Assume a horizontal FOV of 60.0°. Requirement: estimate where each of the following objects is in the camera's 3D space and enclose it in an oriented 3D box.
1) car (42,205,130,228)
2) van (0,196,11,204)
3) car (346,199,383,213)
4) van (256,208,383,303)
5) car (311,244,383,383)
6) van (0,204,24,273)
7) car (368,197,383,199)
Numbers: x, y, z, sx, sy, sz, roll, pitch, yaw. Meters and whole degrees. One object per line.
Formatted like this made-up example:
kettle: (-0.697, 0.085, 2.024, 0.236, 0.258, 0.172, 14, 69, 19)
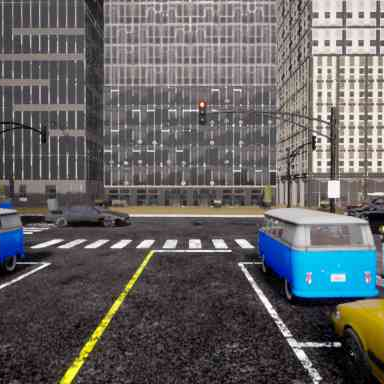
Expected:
car: (-6.815, 1.538, 21.625, 5.357, 1.411, 2.033, 0, 1, 0)
van: (-17.138, 1.201, 27.486, 3.998, 1.788, 1.690, 0, 1, 0)
car: (13.824, 1.544, 24.688, 4.902, 1.511, 2.128, 0, 1, 0)
van: (2.682, 1.339, 7.953, 1.690, 1.788, 3.998, -1, 0, 0)
car: (2.682, 1.525, 2.521, 1.752, 1.417, 4.829, -1, 0, 0)
van: (-5.699, 1.339, 7.986, 1.690, 1.788, 3.998, -1, 0, 0)
car: (15.252, 1.339, 27.278, 5.009, 1.841, 2.192, 0, 1, 0)
